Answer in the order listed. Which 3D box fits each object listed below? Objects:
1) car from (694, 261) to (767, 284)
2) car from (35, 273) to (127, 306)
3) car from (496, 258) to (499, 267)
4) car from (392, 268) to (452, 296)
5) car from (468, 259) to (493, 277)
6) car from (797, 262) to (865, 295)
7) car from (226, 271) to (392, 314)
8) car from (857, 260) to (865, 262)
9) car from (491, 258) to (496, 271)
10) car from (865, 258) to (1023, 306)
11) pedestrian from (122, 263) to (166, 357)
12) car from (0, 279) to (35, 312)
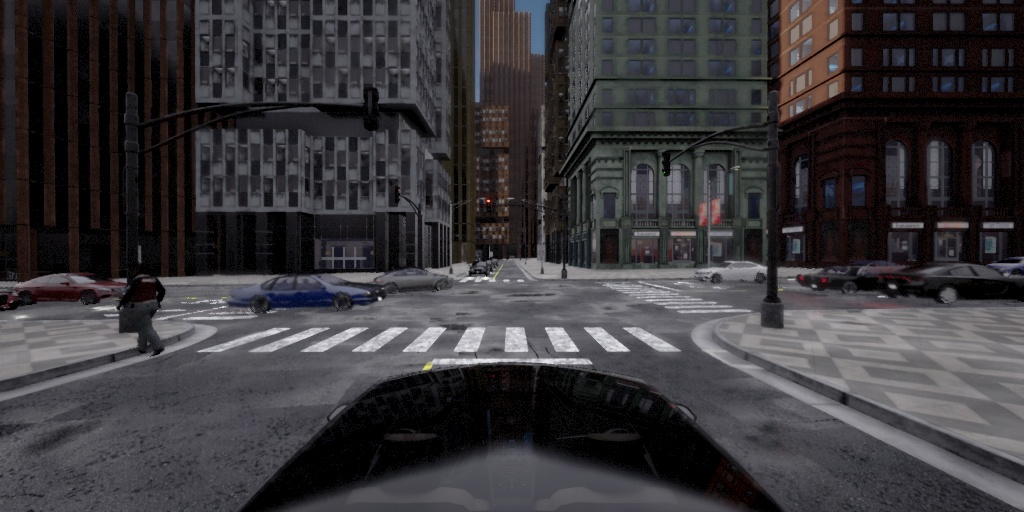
[{"bbox_3d":[14.596,1.036,23.793,4.674,1.442,1.812,-1,0,-1],"label":"car"},{"bbox_3d":[-20.612,1.539,16.999,4.674,1.442,1.812,-1,0,0],"label":"car"},{"bbox_3d":[-3.403,1.299,55.747,1.895,1.301,4.718,0,0,0],"label":"car"},{"bbox_3d":[-5.420,1.332,19.598,4.181,1.385,1.994,-1,1,-32],"label":"car"},{"bbox_3d":[-3.233,1.235,35.993,1.837,1.490,4.892,0,0,-1],"label":"car"},{"bbox_3d":[16.622,1.119,17.103,4.718,1.301,1.895,-1,0,0],"label":"car"},{"bbox_3d":[-7.759,1.363,13.781,5.357,1.411,2.033,-2,1,0],"label":"car"},{"bbox_3d":[23.674,0.958,23.819,4.181,1.385,1.994,-1,0,0],"label":"car"},{"bbox_3d":[-3.318,1.221,45.458,1.837,1.490,4.892,0,0,0],"label":"car"},{"bbox_3d":[17.169,1.005,13.856,5.008,1.535,1.882,-1,0,0],"label":"car"},{"bbox_3d":[-7.339,1.042,7.165,0.375,1.860,0.375,0,0,0],"label":"pedestrian"},{"bbox_3d":[-21.818,1.610,13.741,4.181,1.385,1.994,-1,0,0],"label":"car"}]
